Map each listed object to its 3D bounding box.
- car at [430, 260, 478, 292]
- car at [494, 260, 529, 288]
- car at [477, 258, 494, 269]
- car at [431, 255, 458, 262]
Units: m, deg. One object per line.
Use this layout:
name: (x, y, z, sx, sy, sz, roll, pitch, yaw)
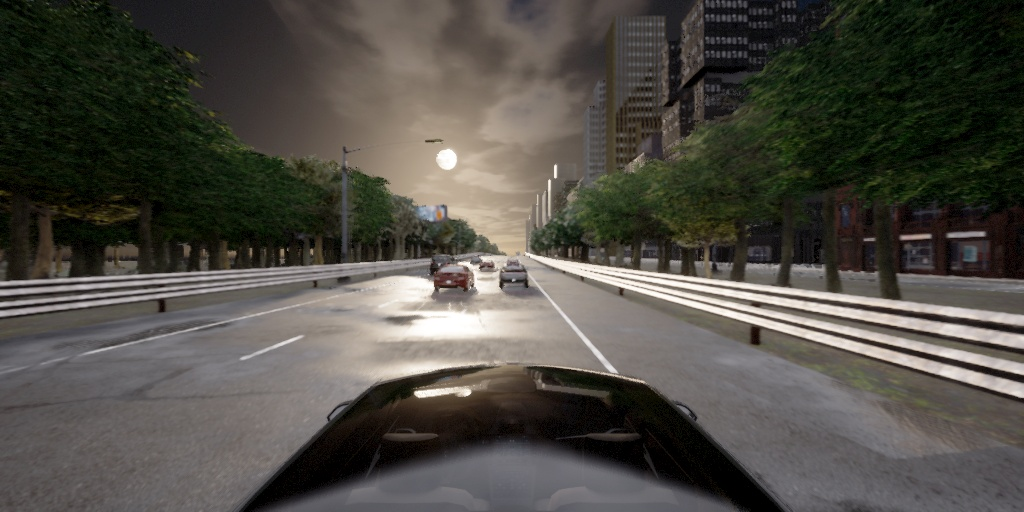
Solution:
car: (-3.391, 1.237, 21.637, 1.882, 1.535, 5.008, 0, 0, 0)
car: (0.112, 1.246, 24.182, 2.128, 1.511, 4.902, 0, 0, 0)
car: (-3.380, 1.145, 49.499, 1.895, 1.301, 4.718, 0, 1, 0)
car: (-6.882, 0.905, 36.757, 2.150, 2.045, 5.566, 0, 1, 0)
